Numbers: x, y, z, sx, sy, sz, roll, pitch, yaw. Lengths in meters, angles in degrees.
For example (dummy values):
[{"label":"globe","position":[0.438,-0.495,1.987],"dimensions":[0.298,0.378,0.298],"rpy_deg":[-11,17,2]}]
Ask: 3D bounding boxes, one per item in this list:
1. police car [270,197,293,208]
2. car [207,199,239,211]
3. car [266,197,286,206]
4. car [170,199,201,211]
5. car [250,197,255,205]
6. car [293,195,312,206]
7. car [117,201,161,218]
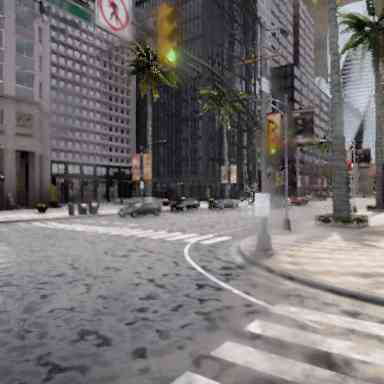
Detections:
[{"label":"police car","position":[12.559,1.574,48.856],"dimensions":[2.038,1.542,4.974],"rpy_deg":[0,0,36]},{"label":"car","position":[4.109,1.623,43.279],"dimensions":[2.033,1.411,5.357],"rpy_deg":[0,0,36]},{"label":"car","position":[14.607,1.608,57.834],"dimensions":[1.812,1.442,4.674],"rpy_deg":[0,0,35]},{"label":"car","position":[-0.775,1.595,41.788],"dimensions":[2.161,1.482,4.786],"rpy_deg":[0,0,35]},{"label":"car","position":[12.060,1.445,59.572],"dimensions":[2.185,1.767,4.553],"rpy_deg":[0,0,35]},{"label":"car","position":[18.487,1.552,57.244],"dimensions":[1.882,1.535,5.008],"rpy_deg":[0,0,35]},{"label":"car","position":[-4.784,1.595,30.889],"dimensions":[1.812,1.442,4.674],"rpy_deg":[0,0,36]}]
